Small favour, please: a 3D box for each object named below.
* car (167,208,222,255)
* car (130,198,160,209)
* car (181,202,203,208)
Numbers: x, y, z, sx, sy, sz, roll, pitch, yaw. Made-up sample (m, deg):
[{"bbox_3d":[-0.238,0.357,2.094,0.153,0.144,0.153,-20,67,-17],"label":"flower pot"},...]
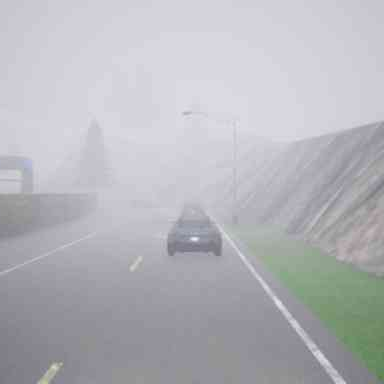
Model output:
[{"bbox_3d":[0.090,1.570,13.321,1.994,1.385,4.181,0,0,0],"label":"car"},{"bbox_3d":[-6.460,1.568,45.357,2.033,1.411,5.357,0,0,-39],"label":"car"},{"bbox_3d":[0.027,1.577,28.613,1.994,1.385,4.181,0,0,-2],"label":"car"}]
